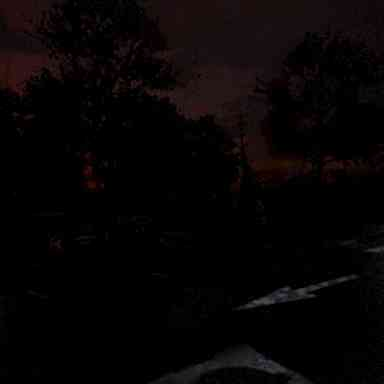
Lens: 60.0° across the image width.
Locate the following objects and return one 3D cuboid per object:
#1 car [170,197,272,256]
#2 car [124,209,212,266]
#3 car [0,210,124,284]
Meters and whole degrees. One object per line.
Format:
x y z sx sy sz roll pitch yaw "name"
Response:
0.367 1.224 13.329 5.566 2.045 2.435 -1 0 34 "car"
-2.064 1.480 11.565 4.892 1.521 2.231 -1 -1 34 "car"
-4.495 1.358 9.781 4.553 1.767 2.185 -1 0 34 "car"
